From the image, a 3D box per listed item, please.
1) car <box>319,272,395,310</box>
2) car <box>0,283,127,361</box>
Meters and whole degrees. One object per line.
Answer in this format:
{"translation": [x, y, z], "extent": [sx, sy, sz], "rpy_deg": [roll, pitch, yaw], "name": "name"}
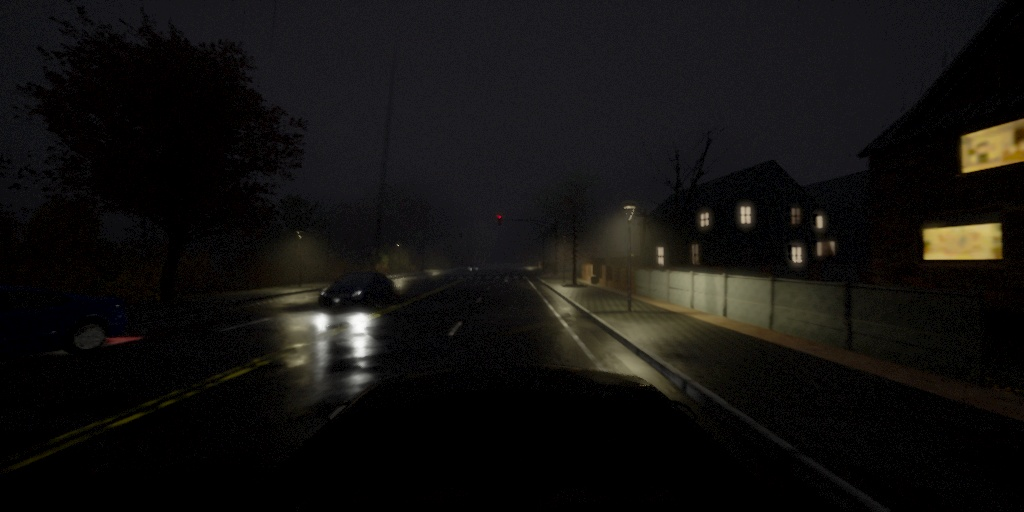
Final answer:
{"translation": [-6.598, 1.430, 15.856], "extent": [1.812, 1.442, 4.674], "rpy_deg": [0, -1, 0], "name": "car"}
{"translation": [-9.851, 1.275, 6.142], "extent": [1.882, 1.535, 5.008], "rpy_deg": [0, -1, 0], "name": "car"}
